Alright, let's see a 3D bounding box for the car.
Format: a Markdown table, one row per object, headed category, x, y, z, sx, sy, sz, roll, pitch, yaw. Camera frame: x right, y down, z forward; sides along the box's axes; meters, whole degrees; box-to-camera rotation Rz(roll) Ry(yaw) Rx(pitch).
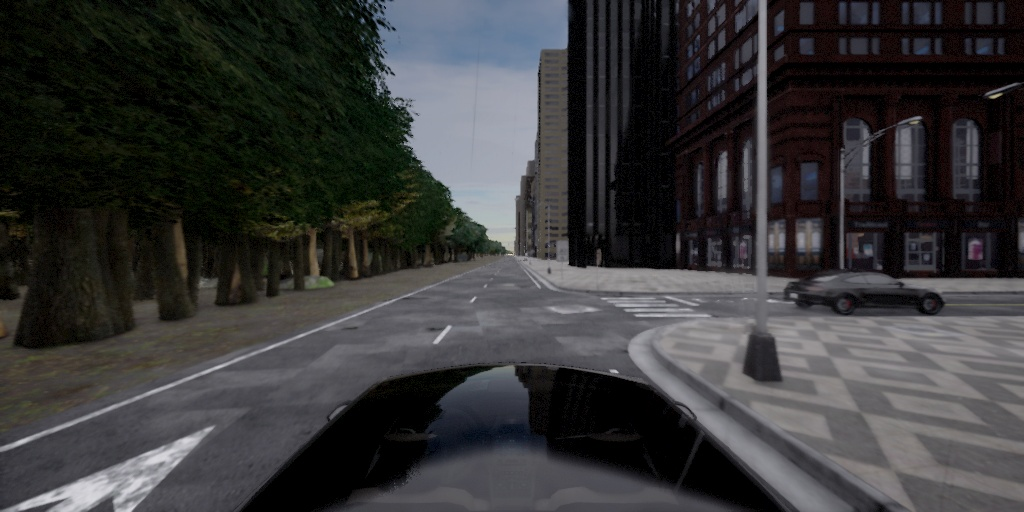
| category | x | y | z | sx | sy | sz | roll | pitch | yaw |
| --- | --- | --- | --- | --- | --- | --- | --- | --- | --- |
| car | 12.261 | 1.229 | 12.685 | 4.674 | 1.442 | 1.812 | 0 | 0 | 0 |
